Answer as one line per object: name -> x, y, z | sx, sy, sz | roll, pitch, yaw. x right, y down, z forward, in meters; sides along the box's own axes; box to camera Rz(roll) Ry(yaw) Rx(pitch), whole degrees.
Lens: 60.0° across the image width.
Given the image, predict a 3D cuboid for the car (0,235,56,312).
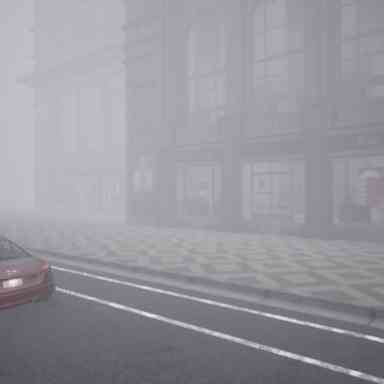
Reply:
car -> -4.801, 1.597, 7.090 | 4.181, 1.385, 1.994 | 0, 0, 36
